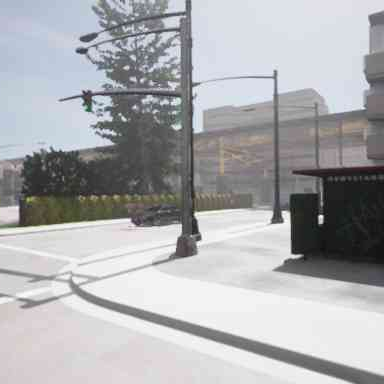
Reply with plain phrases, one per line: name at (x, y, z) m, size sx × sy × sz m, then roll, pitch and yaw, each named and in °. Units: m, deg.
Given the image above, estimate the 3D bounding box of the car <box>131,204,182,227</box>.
car at (-2.282, 1.622, 24.003) m, size 1.837 × 1.490 × 4.892 m, roll -1°, pitch 0°, yaw 36°

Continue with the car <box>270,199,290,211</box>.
car at (12.120, 1.671, 43.756) m, size 2.033 × 1.411 × 5.357 m, roll -1°, pitch -1°, yaw 36°
